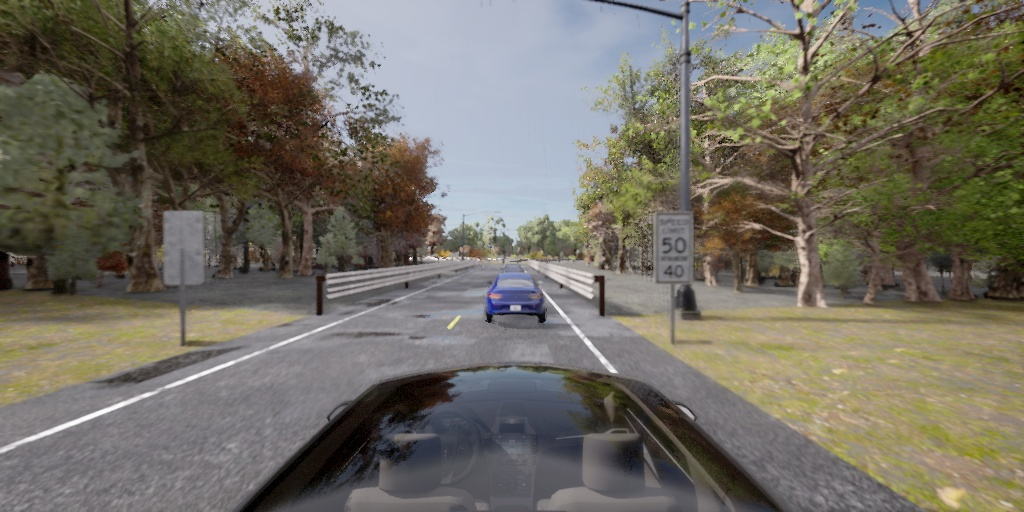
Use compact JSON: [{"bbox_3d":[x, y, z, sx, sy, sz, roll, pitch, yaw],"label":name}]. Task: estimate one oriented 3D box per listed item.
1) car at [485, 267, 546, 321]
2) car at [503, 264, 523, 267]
[{"bbox_3d":[0.101,1.284,12.292,1.812,1.442,4.674,0,0,0],"label":"car"},{"bbox_3d":[0.105,1.335,29.780,1.994,1.385,4.181,0,0,0],"label":"car"}]
